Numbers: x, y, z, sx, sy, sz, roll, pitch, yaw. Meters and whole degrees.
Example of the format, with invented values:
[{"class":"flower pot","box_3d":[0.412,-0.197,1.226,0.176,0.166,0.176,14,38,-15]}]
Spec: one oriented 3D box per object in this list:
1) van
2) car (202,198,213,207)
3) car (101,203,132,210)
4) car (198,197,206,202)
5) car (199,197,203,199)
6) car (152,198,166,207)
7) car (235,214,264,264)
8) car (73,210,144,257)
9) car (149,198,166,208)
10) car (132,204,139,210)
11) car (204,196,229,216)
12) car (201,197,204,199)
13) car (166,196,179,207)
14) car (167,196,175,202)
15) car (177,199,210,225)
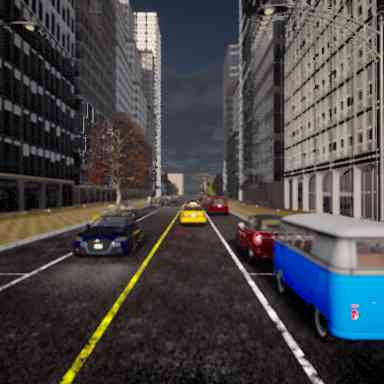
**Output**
[{"class":"van","box_3d":[2.692,1.370,6.263,1.690,1.788,3.998,0,0,0]},{"class":"car","box_3d":[2.679,1.749,57.660,1.752,1.417,4.829,0,0,0]},{"class":"car","box_3d":[-5.693,1.623,23.176,1.752,1.417,4.829,0,0,0]},{"class":"car","box_3d":[2.673,1.877,85.951,1.947,1.339,4.313,0,0,0]},{"class":"car","box_3d":[0.089,1.730,41.465,1.994,1.385,4.181,0,0,0]},{"class":"car","box_3d":[-5.702,1.789,57.501,1.947,1.339,4.313,0,0,0]},{"class":"car","box_3d":[2.690,1.493,11.954,1.967,1.590,4.097,0,0,0]},{"class":"car","box_3d":[-3.104,1.621,13.027,1.994,1.385,4.181,0,0,0]},{"class":"car","box_3d":[-5.700,1.754,51.808,2.008,1.369,4.403,0,0,0]},{"class":"car","box_3d":[-5.695,1.671,29.039,2.008,1.369,4.403,0,0,0]},{"class":"car","box_3d":[2.686,1.457,34.723,2.192,1.841,5.009,0,0,0]},{"class":"car","box_3d":[2.683,1.499,46.107,2.192,1.841,5.009,0,0,0]},{"class":"car","box_3d":[-3.078,1.778,55.123,1.994,1.385,4.181,0,0,0]},{"class":"car","box_3d":[-5.709,1.872,91.654,1.887,1.381,4.507,0,0,0]},{"class":"car","box_3d":[0.094,1.560,24.653,1.801,1.575,5.366,0,0,0]}]
